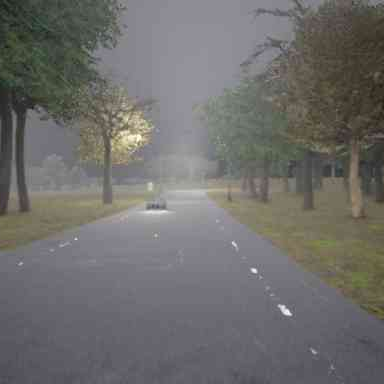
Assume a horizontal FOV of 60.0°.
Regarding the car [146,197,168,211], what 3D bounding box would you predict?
[{"bbox_3d":[-3.586,1.187,34.748,1.994,1.385,4.181,0,1,0],"label":"car"}]
